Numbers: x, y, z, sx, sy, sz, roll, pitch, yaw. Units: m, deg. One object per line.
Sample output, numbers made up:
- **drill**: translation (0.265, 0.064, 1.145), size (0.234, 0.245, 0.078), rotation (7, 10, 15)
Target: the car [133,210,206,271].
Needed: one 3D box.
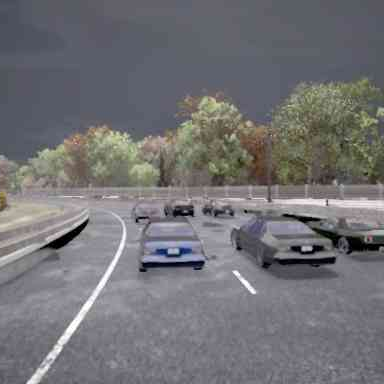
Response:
- **car**: translation (-0.755, 1.536, 10.858), size (2.033, 1.411, 5.357), rotation (0, 0, -7)

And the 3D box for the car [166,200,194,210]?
- **car**: translation (-1.262, 1.443, 29.939), size (1.882, 1.535, 5.008), rotation (0, 0, -17)

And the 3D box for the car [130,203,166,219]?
- **car**: translation (-3.669, 1.523, 25.825), size (2.033, 1.411, 5.357), rotation (0, 0, -15)

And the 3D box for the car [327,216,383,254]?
- **car**: translation (6.007, 1.572, 13.103), size (1.895, 1.301, 4.718), rotation (0, 0, -7)

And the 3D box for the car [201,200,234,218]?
- **car**: translation (2.321, 1.483, 30.223), size (1.812, 1.442, 4.674), rotation (0, 0, -17)

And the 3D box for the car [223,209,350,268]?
- **car**: translation (2.725, 1.528, 11.216), size (2.033, 1.411, 5.357), rotation (0, 0, -7)
